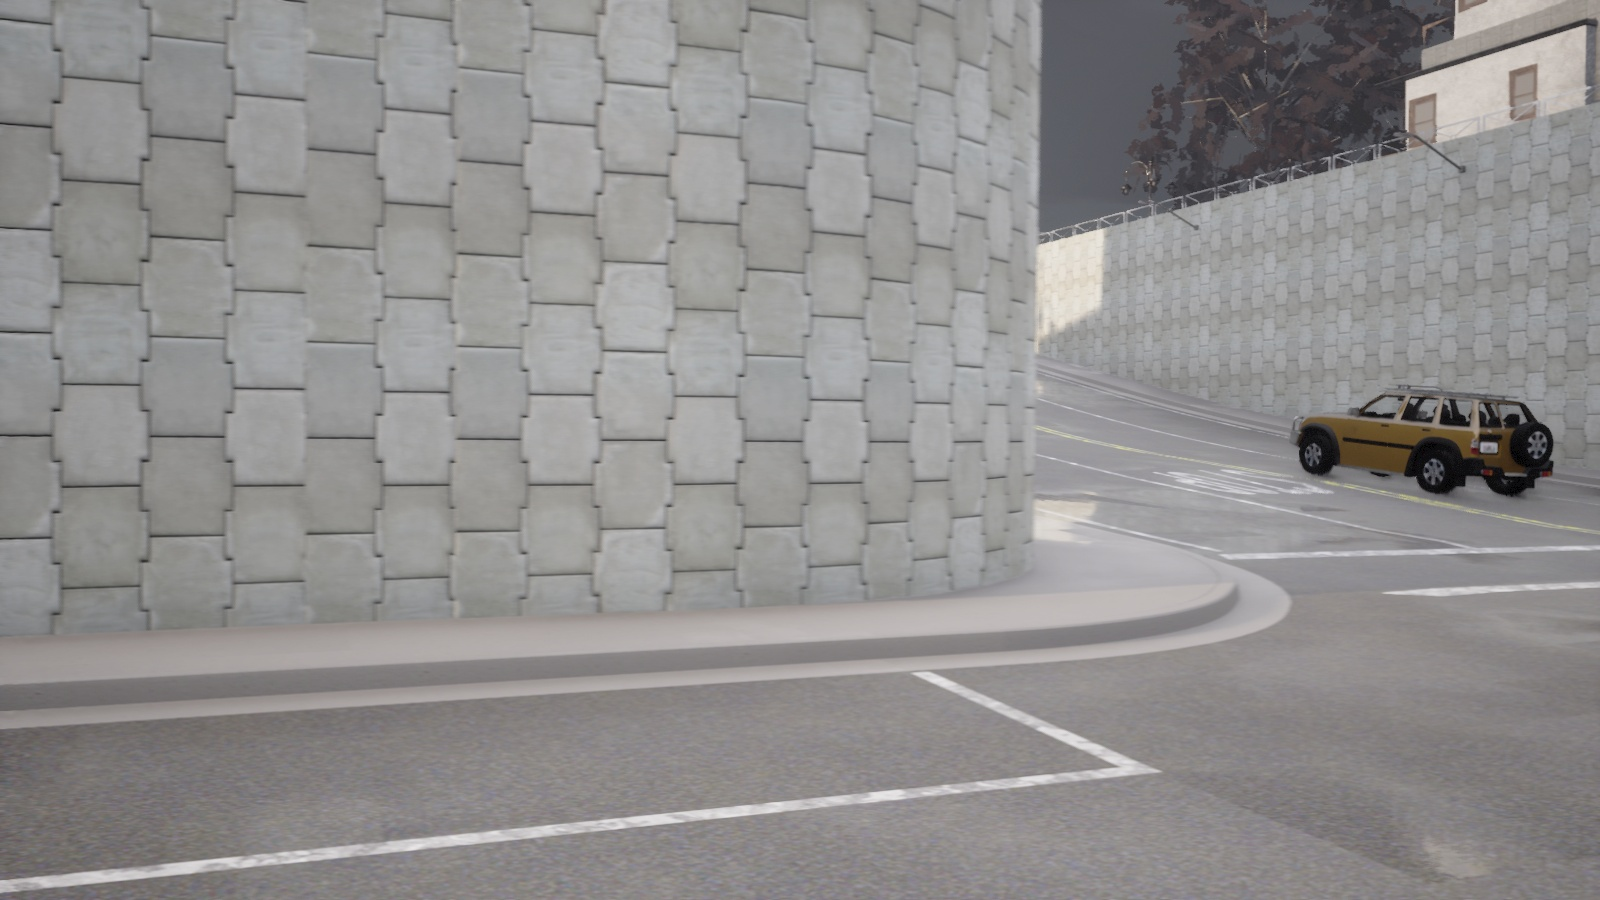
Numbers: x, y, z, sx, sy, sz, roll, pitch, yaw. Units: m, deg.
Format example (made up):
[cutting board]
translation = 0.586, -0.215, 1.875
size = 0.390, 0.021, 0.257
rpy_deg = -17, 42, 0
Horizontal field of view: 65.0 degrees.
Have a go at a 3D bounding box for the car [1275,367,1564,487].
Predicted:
[car]
translation = 11.263, -0.508, 23.254
size = 1.932, 1.855, 4.605
rpy_deg = 1, 5, -21
